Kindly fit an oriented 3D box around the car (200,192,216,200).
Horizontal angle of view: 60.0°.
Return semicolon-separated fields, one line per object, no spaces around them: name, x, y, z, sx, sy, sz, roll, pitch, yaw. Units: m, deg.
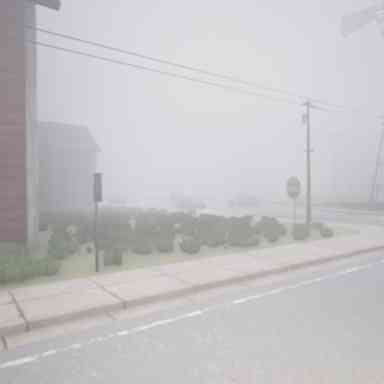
car;2.786;0.851;68.875;4.605;1.855;1.932;-1;0;-36

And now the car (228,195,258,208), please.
car;6.544;1.181;42.283;4.193;1.474;1.816;-1;0;-36

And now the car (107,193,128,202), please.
car;-11.984;1.304;53.727;1.812;1.442;4.674;-1;0;-37

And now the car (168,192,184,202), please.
car;-1.883;0.996;52.822;3.866;1.878;1.905;-1;0;-36

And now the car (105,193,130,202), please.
car;-16.187;1.167;72.350;4.611;1.667;2.242;-1;0;-36

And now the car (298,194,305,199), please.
car;16.217;1.056;50.848;3.905;1.438;1.784;-1;0;-36

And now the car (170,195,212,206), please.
car;-0.176;1.328;37.640;1.994;1.385;4.181;-1;0;-37
